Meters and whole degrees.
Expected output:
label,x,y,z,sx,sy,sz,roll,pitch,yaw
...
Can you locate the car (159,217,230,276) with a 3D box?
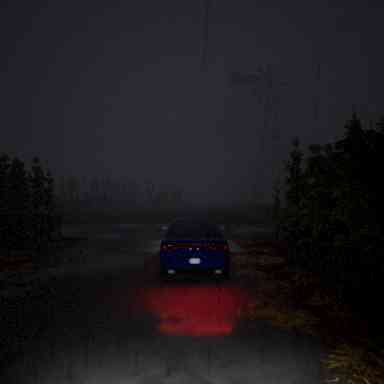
label,x,y,z,sx,sy,sz,roll,pitch,yaw
car,0.053,1.546,10.634,1.882,1.535,5.008,0,0,0
